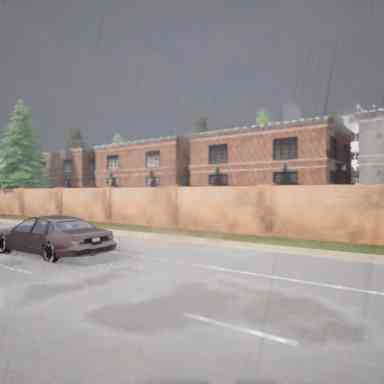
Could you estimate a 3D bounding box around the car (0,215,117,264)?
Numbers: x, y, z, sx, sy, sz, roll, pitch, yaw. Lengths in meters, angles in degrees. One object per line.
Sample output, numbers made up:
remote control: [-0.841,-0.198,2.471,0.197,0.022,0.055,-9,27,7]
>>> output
car: [-5.067,1.548,11.900,5.357,1.411,2.033,0,0,35]
